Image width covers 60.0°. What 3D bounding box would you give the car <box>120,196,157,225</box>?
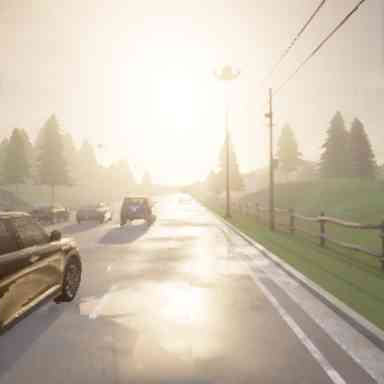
[{"bbox_3d":[-3.867,1.282,24.671,2.150,2.045,5.566,-1,0,-1],"label":"car"}]

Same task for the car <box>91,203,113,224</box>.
[{"bbox_3d":[-7.386,1.584,25.571,2.128,1.511,4.902,-1,0,-1],"label":"car"}]

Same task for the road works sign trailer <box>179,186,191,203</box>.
[{"bbox_3d":[-1.513,0.556,74.135,2.380,3.560,2.880,-1,0,-1],"label":"road works sign trailer"}]

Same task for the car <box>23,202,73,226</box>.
[{"bbox_3d":[-10.886,1.629,25.564,1.837,1.490,4.892,-1,0,-1],"label":"car"}]

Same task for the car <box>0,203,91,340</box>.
[{"bbox_3d":[-3.519,1.261,5.132,2.150,2.045,5.566,-1,0,0],"label":"car"}]

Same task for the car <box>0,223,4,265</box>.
[{"bbox_3d":[-7.052,1.673,8.498,1.895,1.301,4.718,-1,0,-1],"label":"car"}]
